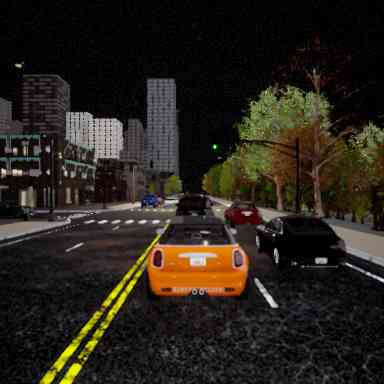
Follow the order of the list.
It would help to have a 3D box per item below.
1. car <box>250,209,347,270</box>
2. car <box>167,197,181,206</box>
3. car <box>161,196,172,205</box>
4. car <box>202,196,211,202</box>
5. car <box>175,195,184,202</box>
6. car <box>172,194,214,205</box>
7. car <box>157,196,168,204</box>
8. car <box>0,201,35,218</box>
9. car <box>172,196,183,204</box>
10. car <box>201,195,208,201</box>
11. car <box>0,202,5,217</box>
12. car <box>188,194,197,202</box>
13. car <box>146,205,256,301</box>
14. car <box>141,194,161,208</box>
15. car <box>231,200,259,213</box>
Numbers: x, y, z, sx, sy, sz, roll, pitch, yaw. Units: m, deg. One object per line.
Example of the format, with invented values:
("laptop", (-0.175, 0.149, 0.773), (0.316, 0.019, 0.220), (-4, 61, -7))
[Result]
("car", (3.378, 1.536, 11.102), (1.837, 1.490, 4.892), (0, 0, 0))
("car", (-3.177, 1.645, 60.019), (2.128, 1.511, 4.902), (0, 0, 0))
("car", (-3.220, 1.657, 50.798), (1.812, 1.442, 4.674), (0, 0, 0))
("car", (3.445, 1.735, 80.534), (2.033, 1.411, 5.357), (0, 0, 0))
("car", (-3.049, 1.556, 82.058), (2.097, 1.767, 4.553), (0, 0, 0))
("car", (0.150, 1.276, 20.115), (2.150, 2.045, 5.566), (0, 0, 0))
("car", (-6.327, 1.681, 71.329), (1.837, 1.490, 4.892), (0, 0, 0))
("car", (-18.036, 1.643, 32.827), (4.553, 1.767, 2.097), (-1, 0, 1))
("car", (-3.078, 1.703, 70.105), (2.128, 1.511, 4.902), (0, 0, 0))
("car", (3.472, 1.584, 90.953), (1.812, 1.442, 4.674), (0, 0, 0))
("car", (-19.881, 1.898, 30.156), (4.313, 1.339, 1.947), (-1, 1, 0))
("car", (0.195, 1.420, 80.573), (2.150, 2.045, 5.566), (0, 0, 0))
("car", (0.122, 1.374, 8.554), (2.097, 1.767, 4.553), (0, 0, 0))
("car", (-6.466, 1.354, 51.151), (2.150, 2.045, 5.566), (0, 0, 0))
("car", (3.404, 1.413, 22.585), (2.097, 1.767, 4.553), (0, 0, 0))
